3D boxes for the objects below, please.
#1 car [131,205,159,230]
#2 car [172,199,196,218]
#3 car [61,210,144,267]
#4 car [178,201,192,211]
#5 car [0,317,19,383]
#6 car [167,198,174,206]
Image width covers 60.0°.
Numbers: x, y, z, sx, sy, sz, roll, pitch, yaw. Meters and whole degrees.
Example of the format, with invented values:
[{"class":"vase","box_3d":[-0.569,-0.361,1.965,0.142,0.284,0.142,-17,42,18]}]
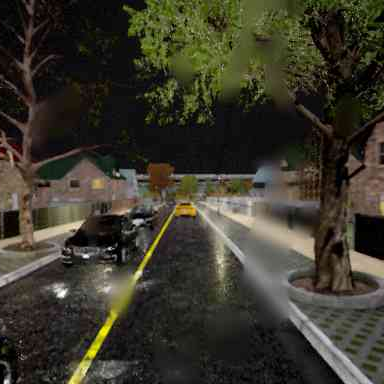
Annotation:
[{"class":"car","box_3d":[-3.315,1.666,22.365,2.128,1.511,4.902,-1,0,-1]},{"class":"car","box_3d":[-0.660,1.702,32.577,1.882,1.535,5.008,-1,0,-1]},{"class":"car","box_3d":[-3.074,1.607,11.959,1.837,1.490,4.892,-1,0,-1]},{"class":"car","box_3d":[-0.998,1.941,46.620,1.895,1.301,4.718,-1,0,-1]},{"class":"car","box_3d":[-2.835,1.603,1.847,1.994,1.385,4.181,-1,0,0]},{"class":"car","box_3d":[-4.357,2.094,70.239,1.812,1.442,4.674,-1,-1,-1]}]
